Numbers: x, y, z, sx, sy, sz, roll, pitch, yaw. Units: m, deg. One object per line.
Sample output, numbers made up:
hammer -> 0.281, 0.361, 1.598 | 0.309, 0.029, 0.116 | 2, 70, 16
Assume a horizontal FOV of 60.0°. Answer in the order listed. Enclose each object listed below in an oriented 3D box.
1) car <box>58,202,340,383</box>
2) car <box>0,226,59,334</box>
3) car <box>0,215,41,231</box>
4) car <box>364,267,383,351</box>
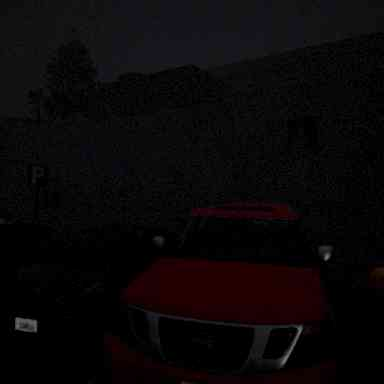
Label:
car -> 0.791, 1.217, 5.206 | 2.435, 2.045, 5.566 | 1, 0, 15
car -> -1.660, 1.474, 6.945 | 2.163, 1.488, 4.792 | 1, 0, 15
car -> -6.549, 1.403, 10.452 | 2.097, 1.535, 5.008 | 0, 0, 15
car -> 3.186, 1.488, 3.311 | 1.946, 1.575, 5.366 | 1, 0, 15
